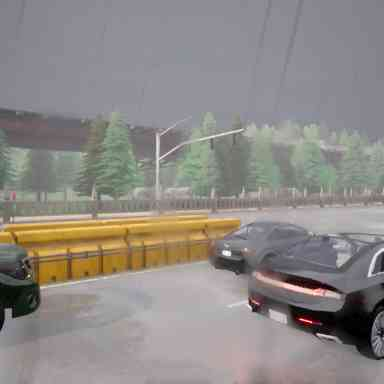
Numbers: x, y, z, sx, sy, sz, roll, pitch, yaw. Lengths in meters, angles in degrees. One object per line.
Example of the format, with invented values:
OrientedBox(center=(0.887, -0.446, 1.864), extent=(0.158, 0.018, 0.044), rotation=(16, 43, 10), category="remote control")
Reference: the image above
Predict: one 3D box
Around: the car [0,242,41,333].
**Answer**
OrientedBox(center=(-5.093, 1.221, 4.420), extent=(5.566, 2.045, 2.150), rotation=(0, 0, -35), category="car")

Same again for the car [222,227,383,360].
OrientedBox(center=(3.143, 1.492, 5.972), extent=(4.902, 1.511, 2.128), rotation=(0, 0, -36), category="car")

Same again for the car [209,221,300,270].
OrientedBox(center=(2.535, 1.564, 9.833), extent=(4.181, 1.385, 1.994), rotation=(0, 0, -36), category="car")
